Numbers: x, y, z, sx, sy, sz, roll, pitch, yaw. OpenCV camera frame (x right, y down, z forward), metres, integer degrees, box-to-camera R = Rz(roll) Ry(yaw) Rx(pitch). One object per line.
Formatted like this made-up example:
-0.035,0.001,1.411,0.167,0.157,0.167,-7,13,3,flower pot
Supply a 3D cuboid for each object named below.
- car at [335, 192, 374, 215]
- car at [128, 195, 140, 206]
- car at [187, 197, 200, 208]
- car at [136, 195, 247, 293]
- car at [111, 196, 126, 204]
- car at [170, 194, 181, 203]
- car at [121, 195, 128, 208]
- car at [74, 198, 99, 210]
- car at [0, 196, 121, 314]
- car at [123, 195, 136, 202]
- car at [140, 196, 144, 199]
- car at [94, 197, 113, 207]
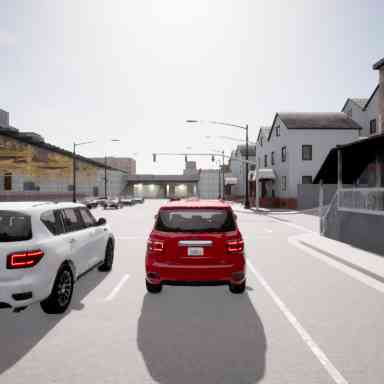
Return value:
14.901,0.850,28.716,5.357,1.411,2.033,-16,0,-1,car
-10.463,1.547,54.368,2.033,1.411,5.357,0,0,0,car
0.186,1.525,48.150,1.812,1.442,4.674,0,0,1,car
0.099,1.221,9.007,2.150,2.045,5.566,0,0,1,car
-13.897,1.505,63.303,1.837,1.490,4.892,0,0,0,car
-3.337,1.352,69.139,2.097,1.767,4.553,0,0,0,car
-10.494,1.491,44.619,2.128,1.511,4.902,0,0,0,car
-13.995,1.564,44.207,1.994,1.385,4.181,0,0,0,car
-3.409,1.221,7.745,2.150,2.045,5.566,0,0,1,car
-13.826,1.493,73.717,1.837,1.490,4.892,0,0,0,car
-10.384,1.547,64.657,2.033,1.411,5.357,0,0,0,car
-13.964,1.526,52.948,1.812,1.442,4.674,0,0,0,car
